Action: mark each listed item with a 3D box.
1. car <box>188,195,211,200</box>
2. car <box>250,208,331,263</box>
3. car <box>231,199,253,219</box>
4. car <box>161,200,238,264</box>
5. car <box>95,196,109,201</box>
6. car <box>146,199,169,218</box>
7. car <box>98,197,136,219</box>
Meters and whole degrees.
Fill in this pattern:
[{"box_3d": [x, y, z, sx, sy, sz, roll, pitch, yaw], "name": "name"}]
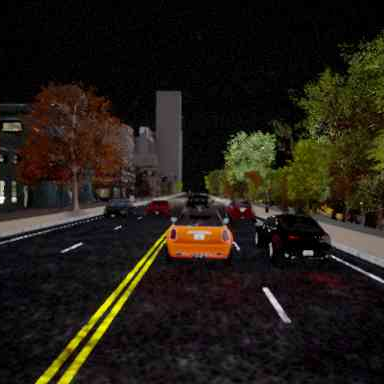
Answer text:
[{"box_3d": [0.587, 1.230, 26.423, 2.150, 2.045, 5.566, 1, 0, 1], "name": "car"}, {"box_3d": [3.536, 1.566, 12.333, 1.837, 1.490, 4.892, 1, 0, 2], "name": "car"}, {"box_3d": [3.846, 1.414, 27.118, 2.097, 1.767, 4.553, 1, 0, 1], "name": "car"}, {"box_3d": [0.278, 1.355, 12.049, 2.097, 1.767, 4.553, 1, 0, 2], "name": "car"}, {"box_3d": [-19.073, 1.477, 73.302, 4.313, 1.339, 1.947, 0, 1, 0], "name": "car"}, {"box_3d": [-2.787, 1.424, 29.262, 1.882, 1.535, 5.008, 1, 0, 1], "name": "car"}, {"box_3d": [-6.045, 1.437, 28.290, 2.033, 1.411, 5.357, 1, 0, 1], "name": "car"}]
